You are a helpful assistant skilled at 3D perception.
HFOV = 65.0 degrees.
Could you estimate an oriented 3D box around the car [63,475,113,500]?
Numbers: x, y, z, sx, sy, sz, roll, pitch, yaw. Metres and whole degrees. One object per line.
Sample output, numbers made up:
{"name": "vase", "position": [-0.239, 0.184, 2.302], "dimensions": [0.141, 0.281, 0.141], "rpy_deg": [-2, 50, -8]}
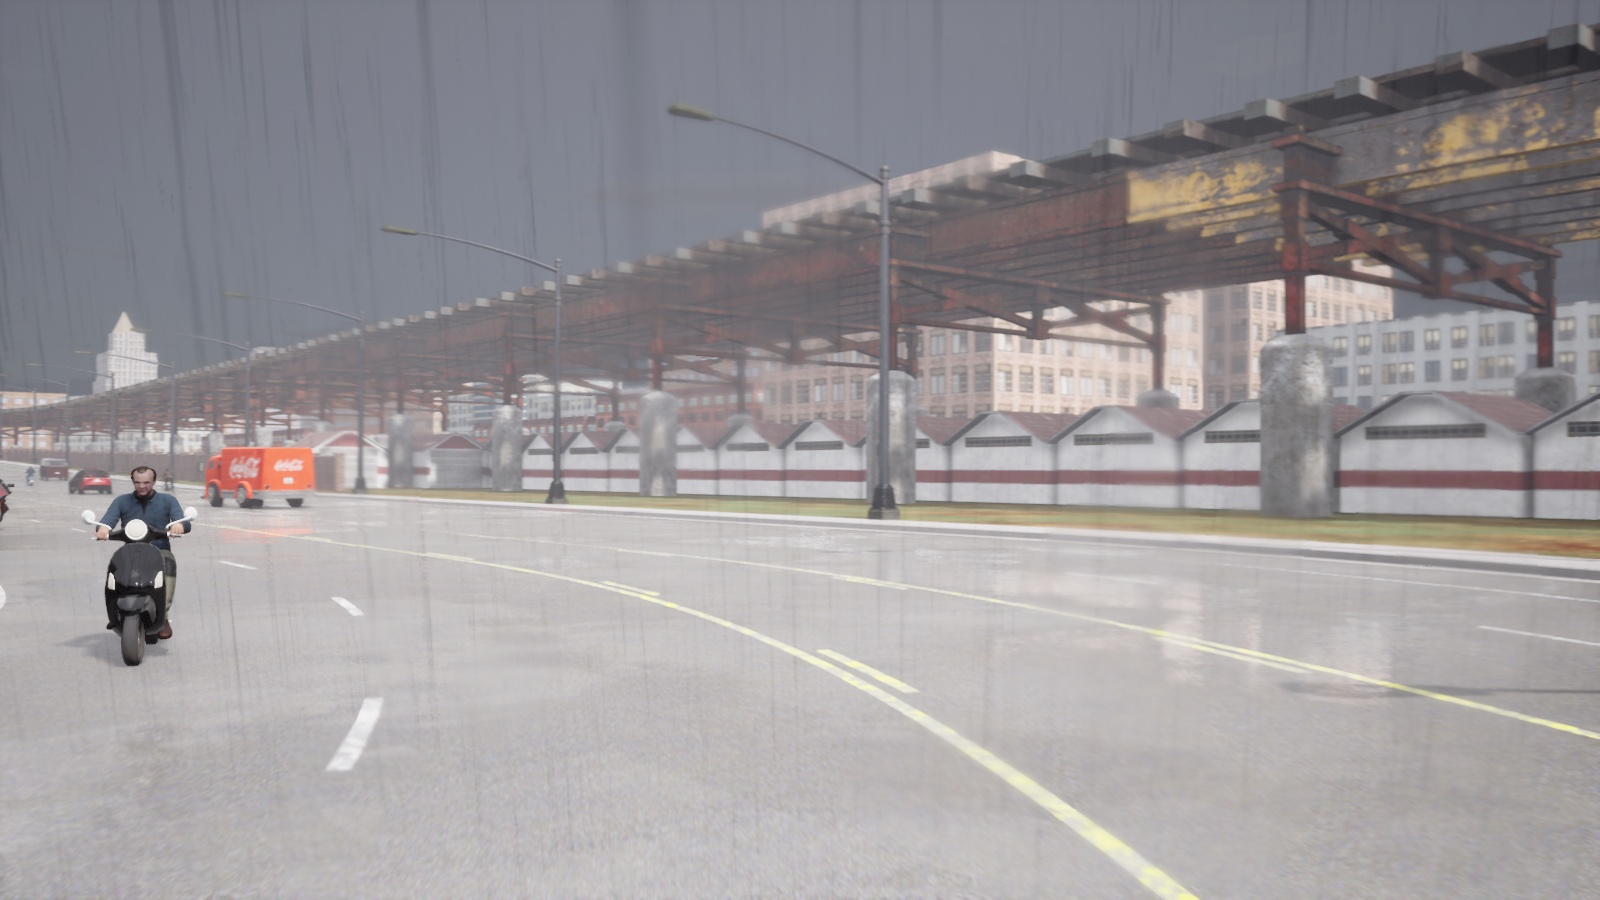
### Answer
{"name": "car", "position": [-44.210, 2.294, 77.957], "dimensions": [2.007, 1.525, 4.514], "rpy_deg": [0, -1, -39]}

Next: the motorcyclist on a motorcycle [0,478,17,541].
{"name": "motorcyclist on a motorcycle", "position": [-20.328, 1.482, 31.542], "dimensions": [0.866, 1.530, 2.191], "rpy_deg": [1, -1, -38]}

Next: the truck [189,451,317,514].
{"name": "truck", "position": [-22.471, 1.306, 51.535], "dimensions": [5.204, 2.467, 2.627], "rpy_deg": [-1, -1, 38]}

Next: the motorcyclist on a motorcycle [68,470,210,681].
{"name": "motorcyclist on a motorcycle", "position": [-5.517, 0.974, 10.580], "dimensions": [0.866, 1.590, 1.817], "rpy_deg": [0, -1, -22]}
